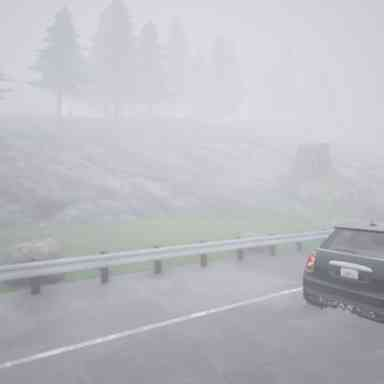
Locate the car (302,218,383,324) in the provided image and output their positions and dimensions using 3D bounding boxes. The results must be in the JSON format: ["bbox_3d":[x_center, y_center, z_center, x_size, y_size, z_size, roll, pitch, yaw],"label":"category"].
[{"bbox_3d":[4.323,1.347,6.615,4.553,1.767,2.097,0,0,-34],"label":"car"}]
